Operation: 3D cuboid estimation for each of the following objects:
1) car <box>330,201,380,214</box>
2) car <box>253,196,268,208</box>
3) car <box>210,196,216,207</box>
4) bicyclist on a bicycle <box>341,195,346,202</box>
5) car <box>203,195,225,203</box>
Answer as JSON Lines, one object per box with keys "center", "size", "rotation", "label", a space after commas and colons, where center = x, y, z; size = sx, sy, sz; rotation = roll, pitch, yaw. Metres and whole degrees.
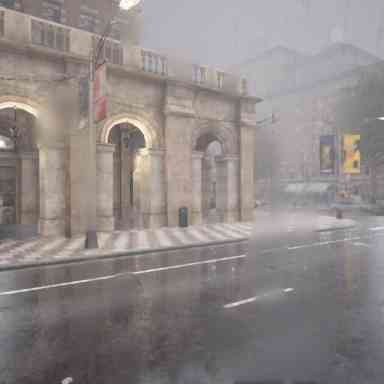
{"center": [17.396, 1.601, 35.642], "size": [1.895, 1.301, 4.718], "rotation": [0, 0, -36], "label": "car"}
{"center": [8.710, 1.351, 47.644], "size": [2.097, 1.767, 4.553], "rotation": [0, 0, -36], "label": "car"}
{"center": [1.428, 1.595, 46.360], "size": [1.895, 1.301, 4.718], "rotation": [0, 0, -36], "label": "car"}
{"center": [26.016, 1.300, 56.959], "size": [1.656, 1.620, 0.582], "rotation": [0, 0, -36], "label": "bicyclist on a bicycle"}
{"center": [4.709, 1.518, 72.949], "size": [2.128, 1.511, 4.902], "rotation": [0, 0, -36], "label": "car"}
